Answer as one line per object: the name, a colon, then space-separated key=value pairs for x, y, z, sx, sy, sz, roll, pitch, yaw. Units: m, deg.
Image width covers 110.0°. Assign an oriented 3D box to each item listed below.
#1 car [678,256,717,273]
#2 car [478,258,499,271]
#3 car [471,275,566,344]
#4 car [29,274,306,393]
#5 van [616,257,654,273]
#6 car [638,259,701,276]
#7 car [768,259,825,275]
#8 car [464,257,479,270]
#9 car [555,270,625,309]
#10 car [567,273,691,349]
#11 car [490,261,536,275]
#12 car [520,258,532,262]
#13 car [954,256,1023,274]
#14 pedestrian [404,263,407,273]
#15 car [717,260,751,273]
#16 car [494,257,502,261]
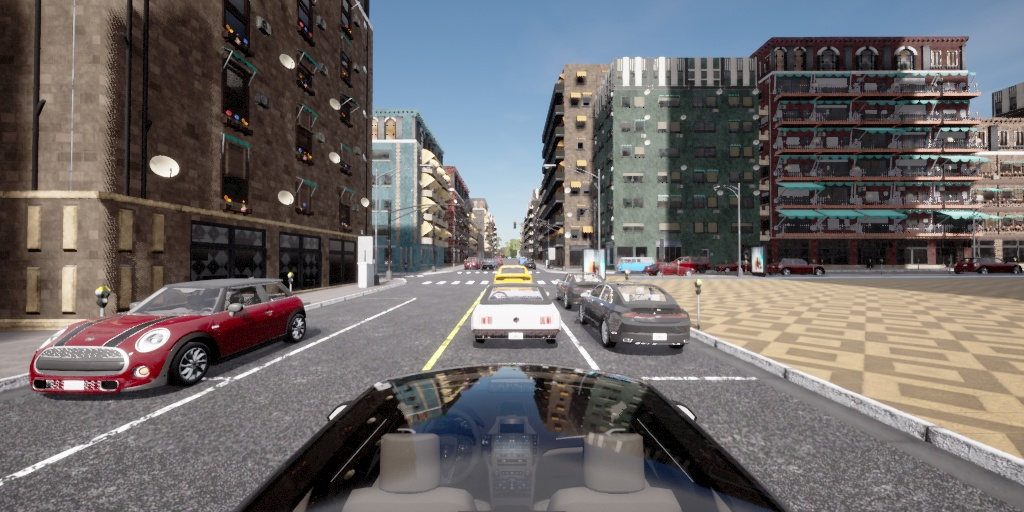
car: x=19.215 y=0.977 z=39.583 sx=5.009 sy=1.841 sz=2.192 roll=0 pitch=0 yaw=0
car: x=-3.222 y=1.368 z=50.464 sx=1.895 sy=1.301 sz=4.718 roll=0 pitch=0 yaw=1
car: x=0.082 y=1.353 z=9.593 sx=1.895 sy=1.301 sz=4.718 roll=0 pitch=0 yaw=0
car: x=-5.830 y=1.191 z=6.756 sx=1.967 sy=1.591 sz=4.097 roll=0 pitch=0 yaw=0
van: x=13.688 y=1.046 z=39.611 sx=3.998 sy=1.789 sz=1.690 roll=0 pitch=0 yaw=0
car: x=13.644 y=1.163 z=31.231 sx=4.207 sy=1.307 sz=1.802 roll=0 pitch=0 yaw=0
car: x=24.699 y=0.936 z=31.176 sx=4.097 sy=1.591 sz=1.967 roll=0 pitch=0 yaw=0
car: x=-5.801 y=1.083 z=52.794 sx=2.192 sy=1.841 sz=5.009 roll=0 pitch=0 yaw=0
car: x=2.793 y=1.304 z=14.580 sx=2.007 sy=1.370 sz=4.403 roll=0 pitch=0 yaw=0
car: x=2.805 y=1.303 z=9.011 sx=2.007 sy=1.370 sz=4.403 roll=0 pitch=0 yaw=0
car: x=0.055 y=1.233 z=19.047 sx=1.882 sy=1.535 sz=5.008 roll=0 pitch=0 yaw=0
car: x=2.580 y=1.334 z=52.773 sx=1.948 sy=1.339 sz=4.313 roll=0 pitch=0 yaw=0
car: x=41.281 y=0.811 z=31.093 sx=4.097 sy=1.591 sz=1.967 roll=0 pitch=0 yaw=0
pedestrian: x=-12.618 y=1.097 z=42.705 sx=0.375 sy=1.860 sz=0.375 roll=0 pitch=0 yaw=0
car: x=24.743 y=1.165 z=39.556 sx=4.507 sy=1.381 sz=1.888 roll=0 pitch=0 yaw=0
car: x=-3.211 y=1.319 z=60.157 sx=2.033 sy=1.411 sz=5.357 roll=0 pitch=0 yaw=0
